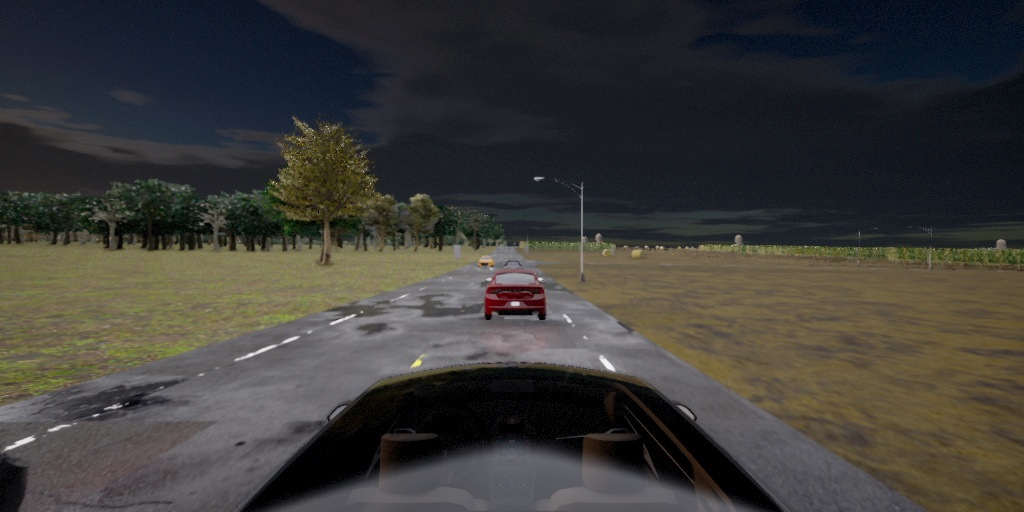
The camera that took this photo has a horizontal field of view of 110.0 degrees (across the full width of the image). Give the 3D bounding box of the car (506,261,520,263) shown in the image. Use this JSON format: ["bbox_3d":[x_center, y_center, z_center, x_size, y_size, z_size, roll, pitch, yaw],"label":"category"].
[{"bbox_3d":[0.091,1.131,33.500,1.994,1.385,4.181,0,1,0],"label":"car"}]

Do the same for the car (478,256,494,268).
[{"bbox_3d":[-3.535,0.776,48.876,1.882,1.535,5.008,0,1,0],"label":"car"}]

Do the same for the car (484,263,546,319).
[{"bbox_3d":[0.097,1.199,12.672,1.882,1.535,5.008,0,0,0],"label":"car"}]
